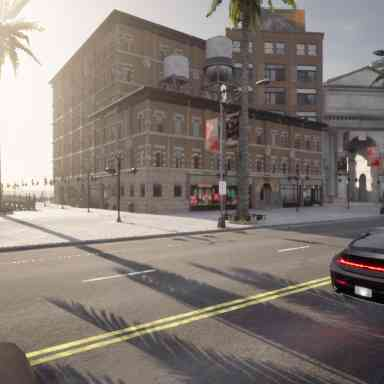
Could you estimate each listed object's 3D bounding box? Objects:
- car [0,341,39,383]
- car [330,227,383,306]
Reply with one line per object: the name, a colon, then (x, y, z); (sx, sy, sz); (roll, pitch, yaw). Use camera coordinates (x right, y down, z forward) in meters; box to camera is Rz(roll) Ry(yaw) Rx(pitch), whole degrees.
car: (-3.422, 1.547, 1.294); (5.357, 1.411, 2.033); (0, 0, -36)
car: (4.984, 1.505, 7.265); (4.892, 1.490, 1.837); (0, 0, -36)
